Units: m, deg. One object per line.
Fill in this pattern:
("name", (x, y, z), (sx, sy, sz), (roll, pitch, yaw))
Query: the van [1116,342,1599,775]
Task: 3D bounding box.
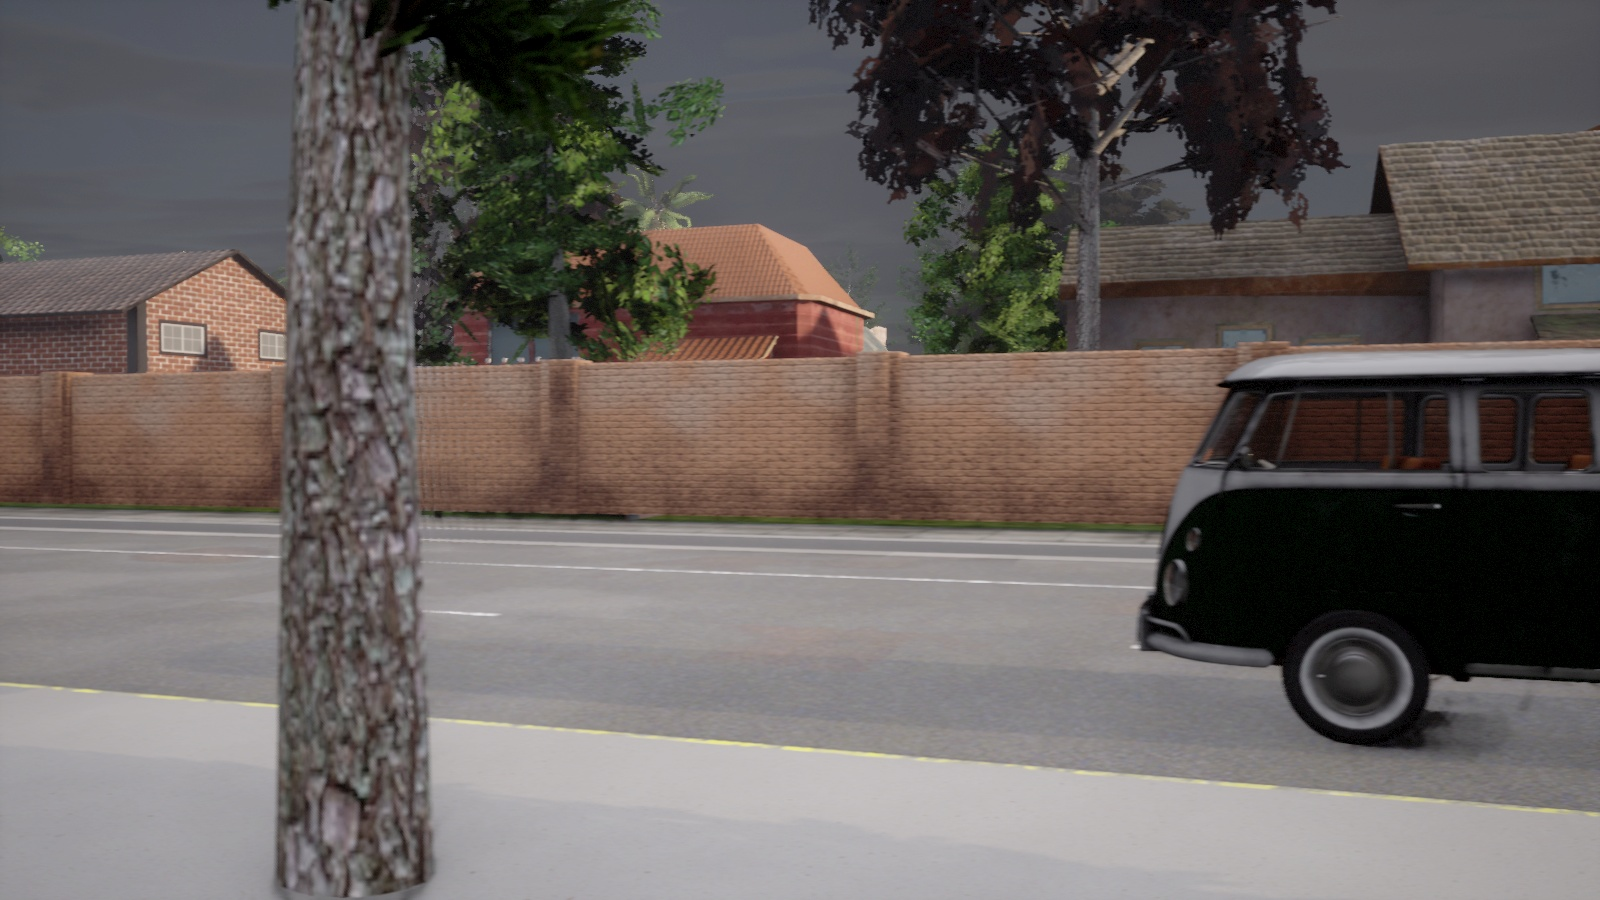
("van", (4.019, 0.489, 6.585), (4.442, 1.987, 1.775), (1, 1, 19))
